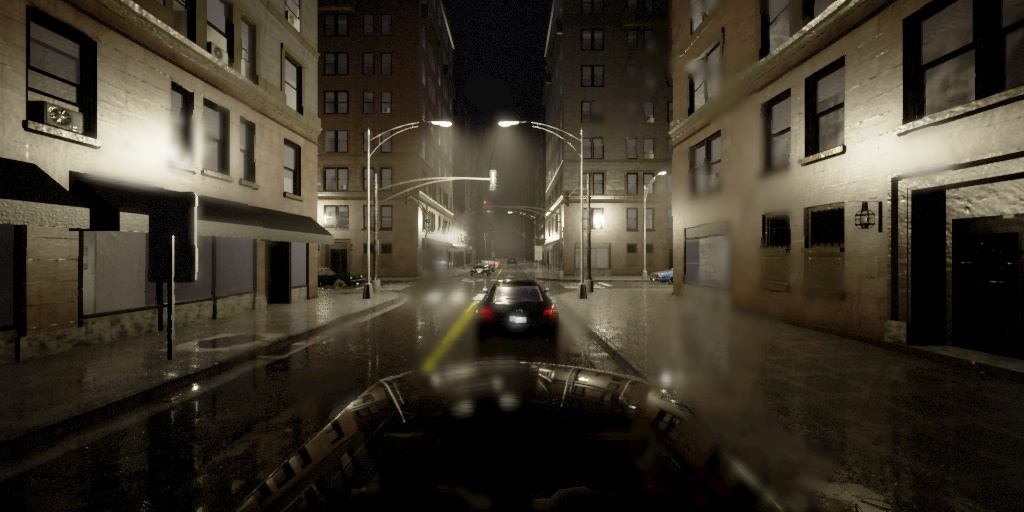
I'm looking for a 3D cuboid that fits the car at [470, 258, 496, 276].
[{"bbox_3d":[-3.094,1.240,36.383,2.128,1.511,4.902,0,0,0],"label":"car"}]

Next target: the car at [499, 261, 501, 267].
[{"bbox_3d":[-3.085,1.093,55.907,2.097,1.767,4.553,0,0,-1],"label":"car"}]

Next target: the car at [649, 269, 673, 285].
[{"bbox_3d":[12.616,1.260,25.214,5.357,1.411,2.033,0,0,0],"label":"car"}]

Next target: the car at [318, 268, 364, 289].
[{"bbox_3d":[-11.662,1.380,21.936,4.718,1.301,1.895,0,0,0],"label":"car"}]

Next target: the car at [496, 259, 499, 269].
[{"bbox_3d":[-3.098,1.294,46.125,2.033,1.411,5.357,0,0,0],"label":"car"}]

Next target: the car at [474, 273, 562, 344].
[{"bbox_3d":[0.115,1.314,9.555,1.994,1.385,4.181,0,0,-1],"label":"car"}]
